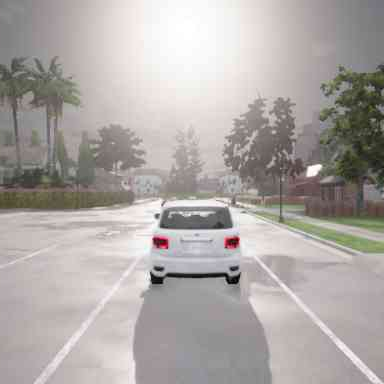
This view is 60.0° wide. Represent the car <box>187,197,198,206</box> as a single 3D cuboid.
[{"bbox_3d":[0.109,1.582,56.414,1.837,1.490,4.892,0,0,0],"label":"car"}]

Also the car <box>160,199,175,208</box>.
[{"bbox_3d":[-3.586,1.668,49.244,1.895,1.301,4.718,0,0,0],"label":"car"}]

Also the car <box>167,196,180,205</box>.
[{"bbox_3d":[-3.540,1.579,64.151,2.128,1.511,4.902,0,0,0],"label":"car"}]

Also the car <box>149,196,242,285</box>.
[{"bbox_3d":[0.041,1.237,9.695,2.150,2.045,5.566,0,0,-1],"label":"car"}]

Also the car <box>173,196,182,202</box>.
[{"bbox_3d":[-3.487,1.696,79.159,1.895,1.301,4.718,0,0,0],"label":"car"}]
